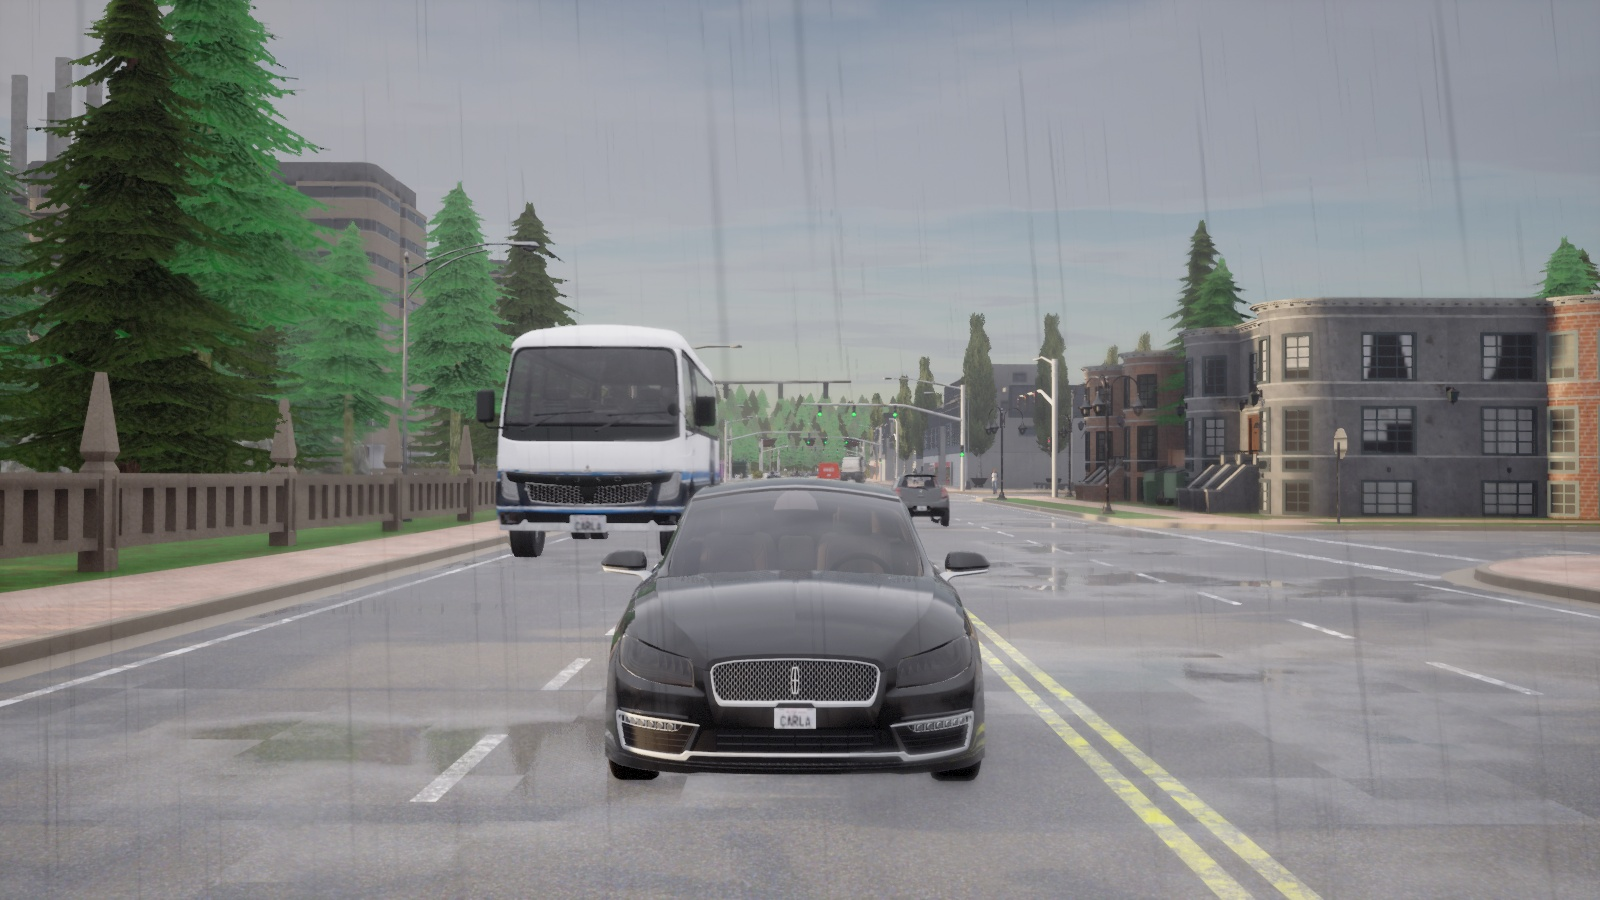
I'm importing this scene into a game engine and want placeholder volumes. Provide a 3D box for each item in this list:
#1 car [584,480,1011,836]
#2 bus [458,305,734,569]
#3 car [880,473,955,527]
[{"bbox_3d":[-0.018,0.951,7.864,1.837,1.490,4.892,0,-1,0],"label":"car"},{"bbox_3d":[-3.565,-0.122,25.422,3.944,4.253,10.273,0,-1,0],"label":"bus"},{"bbox_3d":[3.413,1.437,37.124,1.845,1.501,3.633,0,-1,0],"label":"car"}]
